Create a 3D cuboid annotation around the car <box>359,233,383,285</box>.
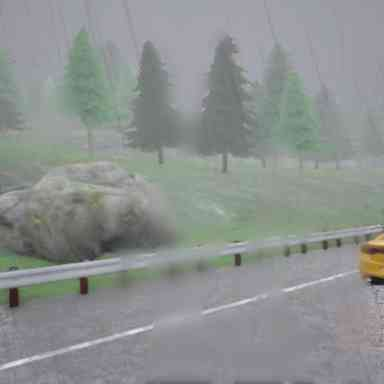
[{"bbox_3d":[6.119,1.480,8.286,5.008,1.535,1.882,0,0,-37],"label":"car"}]
